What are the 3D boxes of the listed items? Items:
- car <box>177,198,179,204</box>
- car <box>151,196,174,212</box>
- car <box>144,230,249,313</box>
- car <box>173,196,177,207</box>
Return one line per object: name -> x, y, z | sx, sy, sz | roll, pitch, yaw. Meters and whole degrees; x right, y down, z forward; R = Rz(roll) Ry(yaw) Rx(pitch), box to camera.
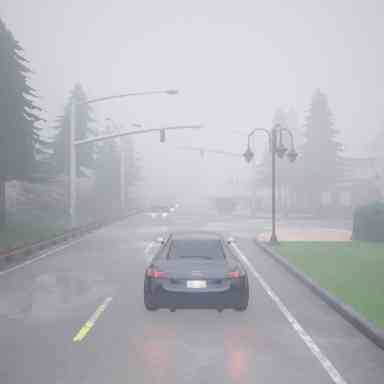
car -> -3.489, 1.499, 61.850 | 1.837, 1.490, 4.892 | 0, 0, 0
car -> -3.554, 1.544, 38.471 | 2.033, 1.411, 5.357 | 0, 0, 0
car -> 0.086, 1.563, 7.760 | 1.994, 1.385, 4.181 | 0, 0, 0
car -> -3.540, 1.473, 48.324 | 1.882, 1.535, 5.008 | 0, 0, 0
